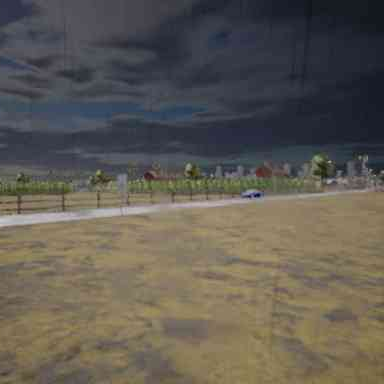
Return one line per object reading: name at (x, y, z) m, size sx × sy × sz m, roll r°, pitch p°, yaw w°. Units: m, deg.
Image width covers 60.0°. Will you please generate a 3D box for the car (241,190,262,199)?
car at (9.558, 0.347, 53.191) m, size 1.882 × 1.535 × 5.008 m, roll 1°, pitch 2°, yaw 36°
